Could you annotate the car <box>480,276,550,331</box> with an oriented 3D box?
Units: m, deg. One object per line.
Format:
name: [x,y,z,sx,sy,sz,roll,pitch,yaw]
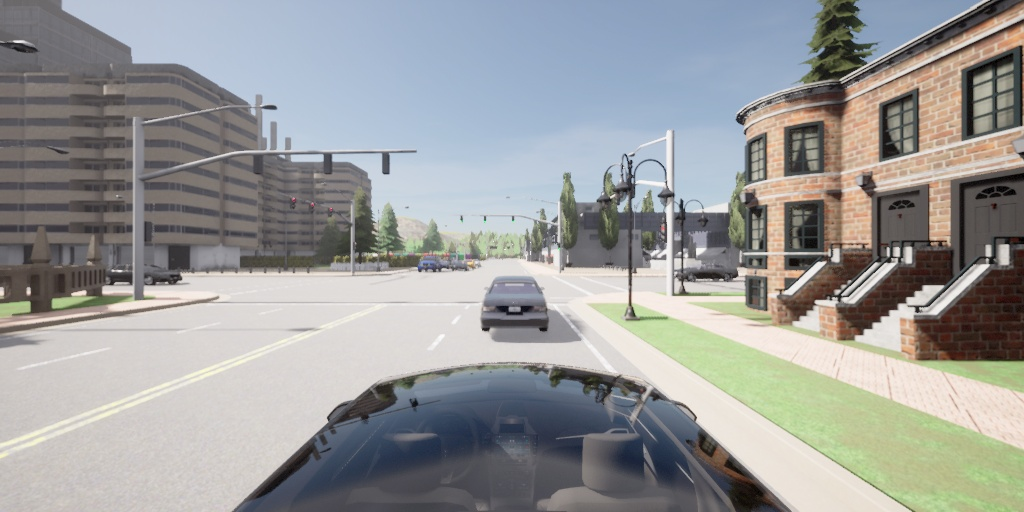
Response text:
car: [0.071,1.315,11.060,2.033,1.411,5.357,0,0,0]

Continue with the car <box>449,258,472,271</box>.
car: [-7.142,1.407,50.190,1.994,1.385,4.181,0,0,0]

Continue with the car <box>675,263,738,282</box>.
car: [15.420,1.293,28.730,4.902,1.511,2.128,0,0,-1]

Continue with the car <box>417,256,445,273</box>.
car: [-10.646,1.058,46.792,2.150,2.045,5.566,0,0,0]

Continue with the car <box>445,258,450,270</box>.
car: [-10.658,1.403,57.105,2.033,1.411,5.357,0,0,0]

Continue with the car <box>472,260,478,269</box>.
car: [-7.146,1.338,59.279,1.882,1.535,5.008,0,0,0]

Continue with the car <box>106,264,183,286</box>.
car: [-26.189,1.300,25.303,4.892,1.490,1.837,0,0,0]
